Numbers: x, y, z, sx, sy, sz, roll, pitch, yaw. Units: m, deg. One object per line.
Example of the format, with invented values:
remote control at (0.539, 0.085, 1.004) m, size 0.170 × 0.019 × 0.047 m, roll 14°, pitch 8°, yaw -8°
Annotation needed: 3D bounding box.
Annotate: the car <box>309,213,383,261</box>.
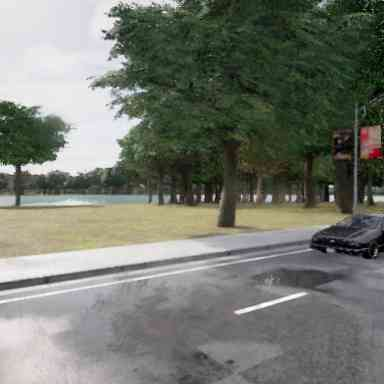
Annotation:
car at (6.714, 1.520, 12.456) m, size 5.357 × 1.411 × 2.033 m, roll 0°, pitch 0°, yaw -35°
